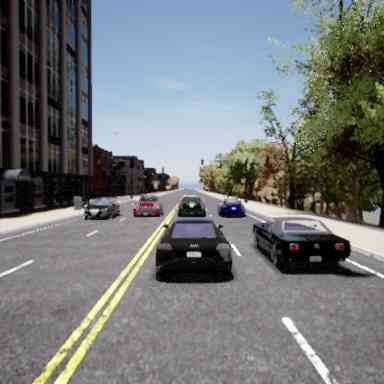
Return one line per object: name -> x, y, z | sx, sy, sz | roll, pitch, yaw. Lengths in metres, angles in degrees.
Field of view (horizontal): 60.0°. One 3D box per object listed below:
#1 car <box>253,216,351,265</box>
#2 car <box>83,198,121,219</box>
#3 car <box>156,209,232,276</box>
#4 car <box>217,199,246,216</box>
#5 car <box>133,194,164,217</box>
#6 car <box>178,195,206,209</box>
car -> 3.296, 1.463, 11.073 | 1.895, 1.301, 4.718 | 0, 1, 0
car -> -6.704, 1.189, 25.196 | 2.128, 1.511, 4.902 | 0, 1, 0
car -> 0.046, 1.442, 9.981 | 1.994, 1.385, 4.181 | 0, 1, 0
car -> 3.227, 1.225, 27.729 | 1.994, 1.385, 4.181 | 0, 1, 0
car -> -3.458, 1.025, 26.950 | 2.097, 1.767, 4.553 | 0, 1, 0
car -> -0.021, 1.030, 26.418 | 2.097, 1.767, 4.553 | 0, 1, 0
